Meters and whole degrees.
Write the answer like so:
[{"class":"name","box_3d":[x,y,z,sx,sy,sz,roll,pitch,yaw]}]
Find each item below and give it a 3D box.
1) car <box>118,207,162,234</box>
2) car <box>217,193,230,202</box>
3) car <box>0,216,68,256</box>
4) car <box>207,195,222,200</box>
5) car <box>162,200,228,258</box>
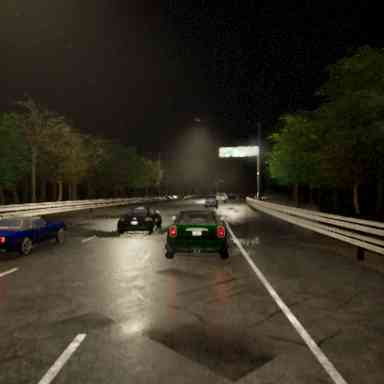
[{"class":"car","box_3d":[-2.907,1.572,19.344,1.994,1.385,4.181,0,0,3]},{"class":"car","box_3d":[6.404,1.233,71.194,2.150,2.045,5.566,0,0,10]},{"class":"car","box_3d":[-6.675,1.597,13.119,1.895,1.301,4.718,0,0,2]},{"class":"car","box_3d":[2.699,1.563,45.957,2.033,1.411,5.357,0,0,7]},{"class":"car","box_3d":[0.234,1.364,12.964,2.097,1.767,4.553,0,0,2]}]
